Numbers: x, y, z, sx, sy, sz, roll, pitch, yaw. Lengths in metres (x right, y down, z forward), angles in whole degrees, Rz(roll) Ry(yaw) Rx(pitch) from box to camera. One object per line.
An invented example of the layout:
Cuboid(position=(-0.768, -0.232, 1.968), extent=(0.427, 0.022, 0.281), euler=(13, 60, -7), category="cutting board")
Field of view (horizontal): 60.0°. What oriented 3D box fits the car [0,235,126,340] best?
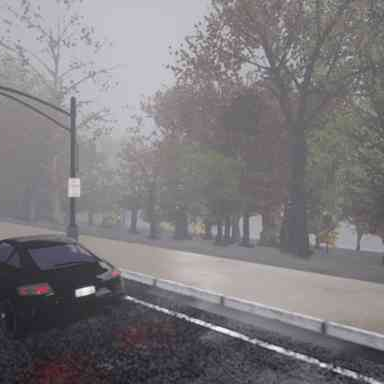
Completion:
Cuboid(position=(-3.205, 1.565, 6.670), extent=(4.181, 1.385, 1.994), euler=(0, 0, 42), category="car")
